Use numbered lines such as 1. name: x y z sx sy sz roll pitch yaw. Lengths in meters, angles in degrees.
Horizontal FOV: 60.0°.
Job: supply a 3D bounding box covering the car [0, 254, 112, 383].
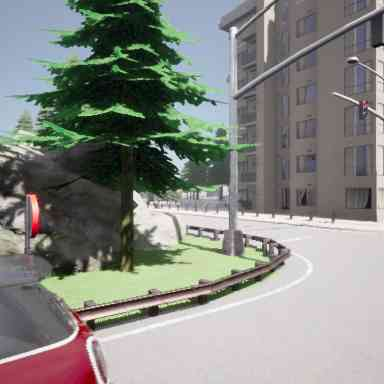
1. car: -2.832 1.352 1.980 4.553 1.767 2.097 0 0 -35
